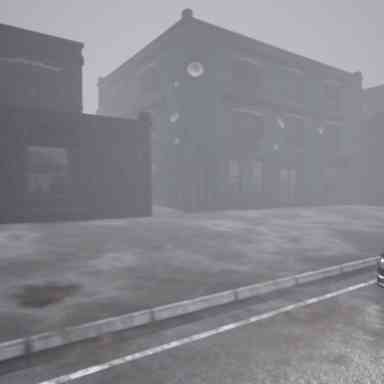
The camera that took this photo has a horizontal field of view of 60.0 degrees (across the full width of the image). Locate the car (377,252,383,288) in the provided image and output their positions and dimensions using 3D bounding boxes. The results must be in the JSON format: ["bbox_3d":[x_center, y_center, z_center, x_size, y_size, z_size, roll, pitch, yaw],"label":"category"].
[{"bbox_3d":[6.211,1.478,7.776,4.902,1.511,2.128,0,0,-35],"label":"car"}]
